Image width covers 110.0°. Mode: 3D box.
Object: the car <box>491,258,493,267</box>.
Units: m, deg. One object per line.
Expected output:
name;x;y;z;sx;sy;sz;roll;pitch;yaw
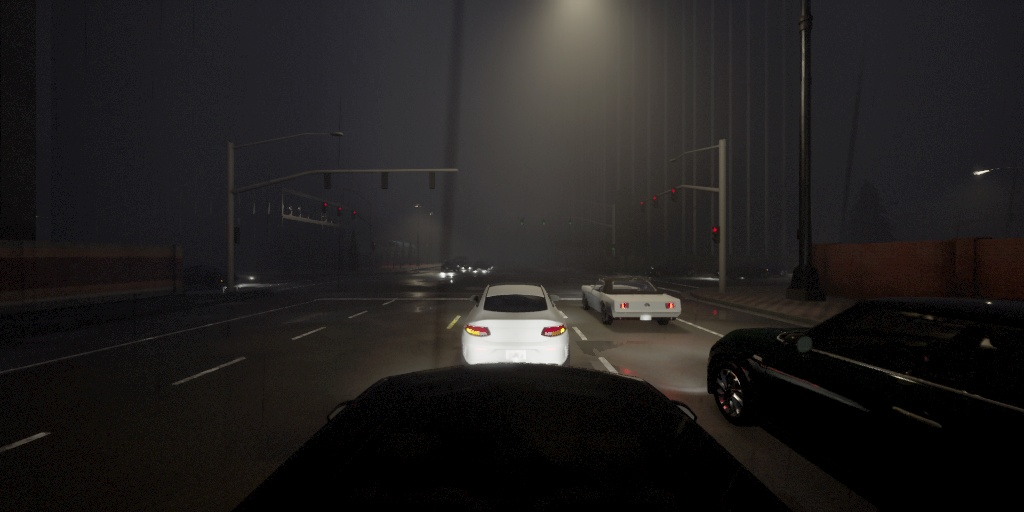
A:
car;-4.538;1.275;59.394;1.812;1.442;4.674;0;0;-1

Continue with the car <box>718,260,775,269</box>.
car;20.194;1.314;31.651;4.181;1.385;1.994;0;0;-1

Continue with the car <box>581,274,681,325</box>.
car;3.564;1.351;11.755;1.895;1.301;4.718;0;0;0

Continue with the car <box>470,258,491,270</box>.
car;-4.416;1.314;50.778;1.994;1.385;4.181;0;0;-1

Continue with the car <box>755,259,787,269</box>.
car;24.235;1.102;35.186;4.553;1.767;2.097;0;0;0

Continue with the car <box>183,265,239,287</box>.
car;-20.910;1.314;24.057;4.181;1.385;1.994;0;0;-1

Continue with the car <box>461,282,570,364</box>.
car;0.060;1.276;7.538;1.812;1.442;4.674;0;0;0

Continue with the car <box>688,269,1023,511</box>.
car;3.600;1.102;2.853;2.097;1.767;4.553;0;0;0

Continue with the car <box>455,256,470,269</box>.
car;-7.991;0.971;56.059;2.150;2.045;5.566;0;0;-1

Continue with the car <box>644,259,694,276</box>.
car;15.343;1.102;35.106;4.553;1.767;2.097;0;0;0

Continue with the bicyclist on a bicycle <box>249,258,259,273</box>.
bicyclist on a bicycle;-28.403;1.051;39.478;0.582;1.620;1.656;0;0;-1

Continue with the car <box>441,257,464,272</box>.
car;-7.885;1.241;46.213;2.128;1.511;4.902;0;0;1
